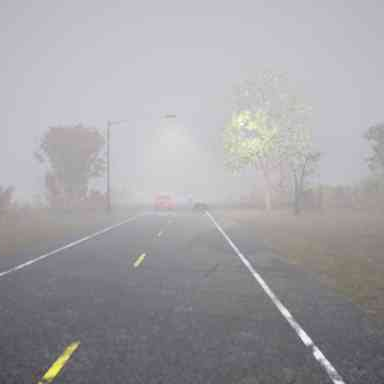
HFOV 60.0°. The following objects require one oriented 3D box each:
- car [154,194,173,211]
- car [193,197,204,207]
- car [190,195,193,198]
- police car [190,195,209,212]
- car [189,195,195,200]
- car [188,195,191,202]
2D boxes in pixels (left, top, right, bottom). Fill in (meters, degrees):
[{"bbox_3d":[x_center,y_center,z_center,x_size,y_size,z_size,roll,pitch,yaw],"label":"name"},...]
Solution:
[{"bbox_3d":[-3.571,1.337,42.680,2.150,2.045,5.566,0,0,0],"label":"car"},{"bbox_3d":[1.065,1.603,56.809,1.801,1.575,5.366,0,0,0],"label":"car"},{"bbox_3d":[1.063,1.610,50.618,1.882,1.535,5.008,0,0,0],"label":"car"},{"bbox_3d":[1.061,1.533,40.726,1.930,1.638,5.238,0,0,0],"label":"police car"},{"bbox_3d":[0.025,1.595,94.830,1.837,1.490,4.892,0,0,0],"label":"car"},{"bbox_3d":[0.021,1.601,75.643,1.812,1.442,4.674,0,0,0],"label":"car"}]
